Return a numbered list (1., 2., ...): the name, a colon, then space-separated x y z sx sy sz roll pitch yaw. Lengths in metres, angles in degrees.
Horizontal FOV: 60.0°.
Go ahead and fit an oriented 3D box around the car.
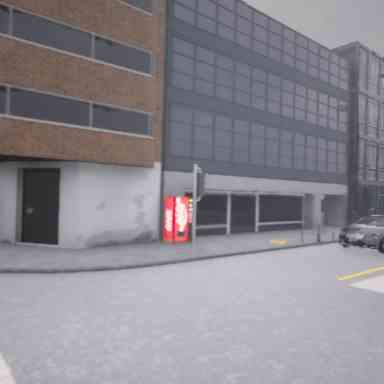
1. car: 8.708 1.844 15.451 4.902 1.511 2.128 2 -1 -38
